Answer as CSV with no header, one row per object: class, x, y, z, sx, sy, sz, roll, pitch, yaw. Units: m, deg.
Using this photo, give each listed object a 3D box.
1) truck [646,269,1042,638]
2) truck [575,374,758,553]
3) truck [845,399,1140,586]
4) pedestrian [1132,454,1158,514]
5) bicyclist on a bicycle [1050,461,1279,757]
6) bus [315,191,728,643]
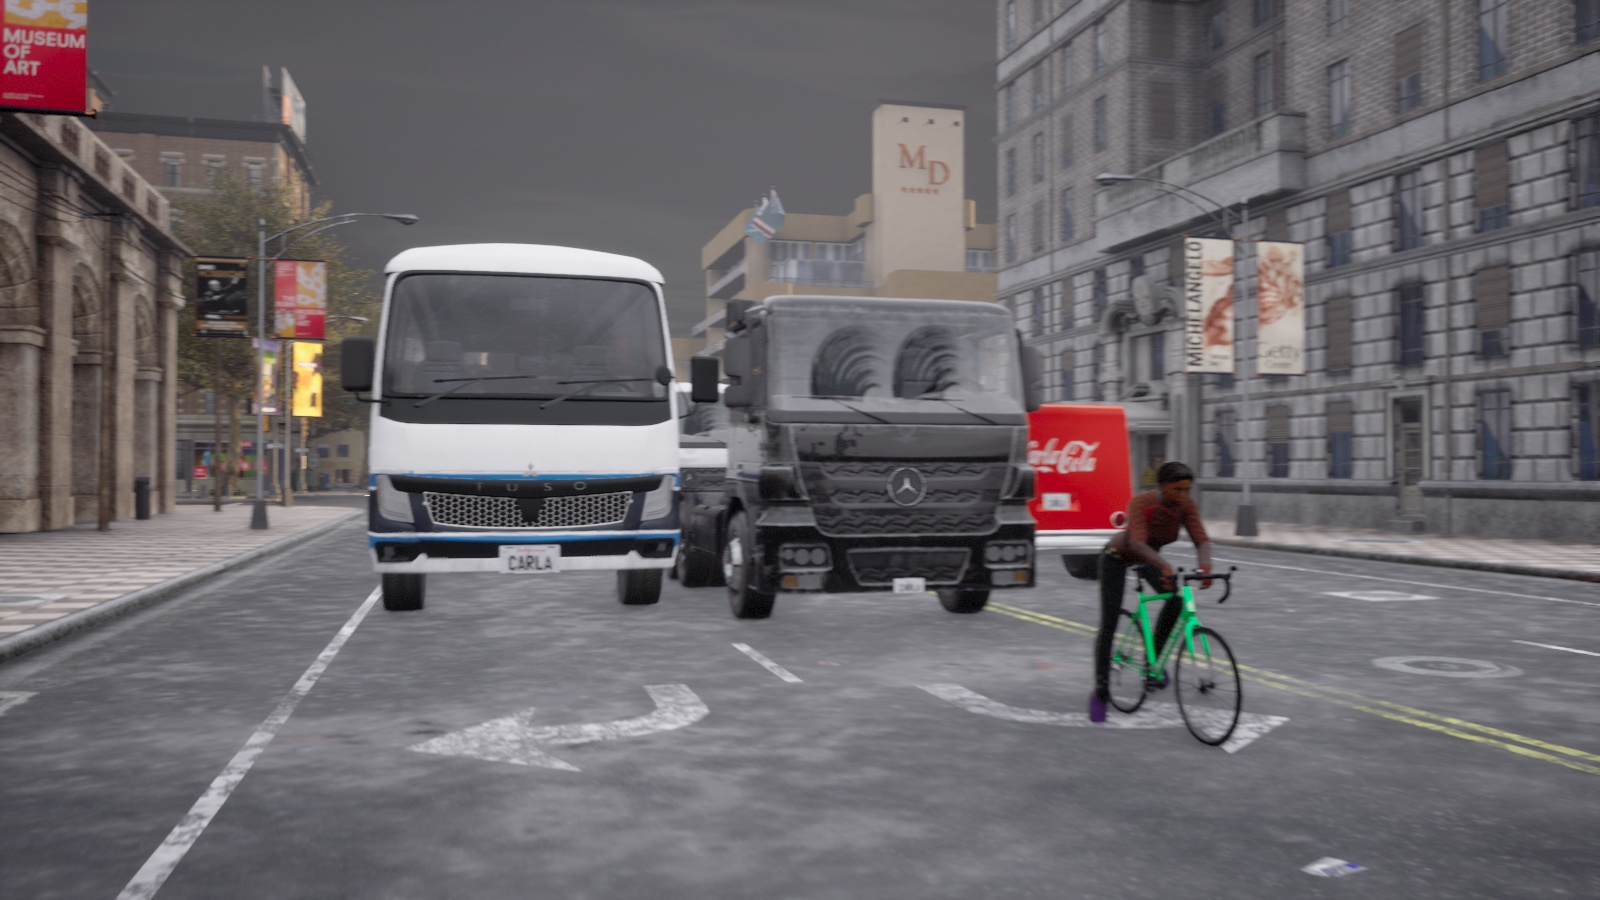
truck,0.007,0.099,15.990,2.891,3.462,7.936,0,-1,-14
truck,-3.281,0.326,28.399,2.891,3.462,7.936,0,-1,-15
truck,2.717,0.625,19.403,2.627,2.467,5.204,0,-1,-15
pedestrian,10.704,1.047,38.936,0.431,1.840,0.709,0,-1,-18
bicyclist on a bicycle,2.183,0.882,7.763,0.582,1.620,1.656,0,-1,-15
bus,-3.965,-0.249,17.284,3.944,4.253,10.273,0,-1,-15
